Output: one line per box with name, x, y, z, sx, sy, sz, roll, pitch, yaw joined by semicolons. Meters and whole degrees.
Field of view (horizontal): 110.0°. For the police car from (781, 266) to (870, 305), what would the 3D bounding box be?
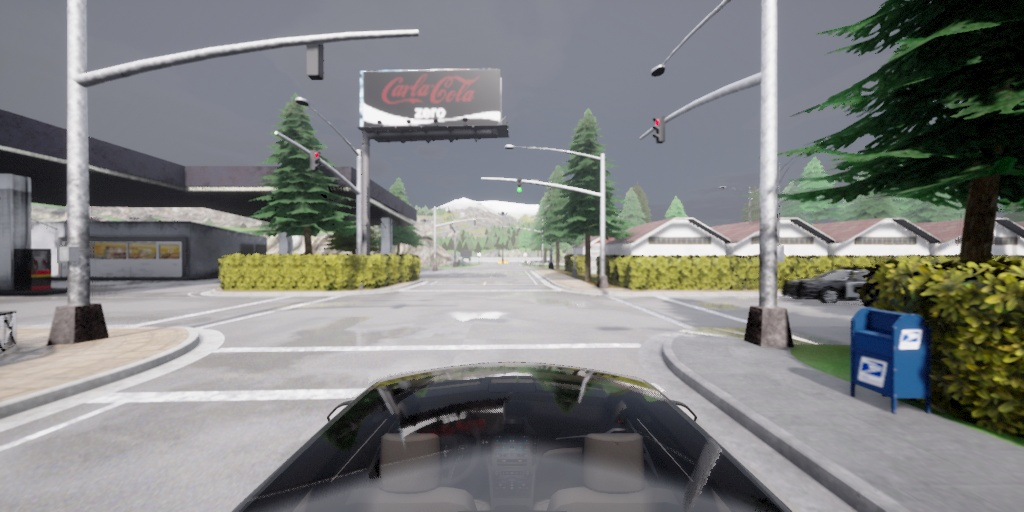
police car;15.195;1.282;16.322;5.238;1.638;1.930;0;0;0
